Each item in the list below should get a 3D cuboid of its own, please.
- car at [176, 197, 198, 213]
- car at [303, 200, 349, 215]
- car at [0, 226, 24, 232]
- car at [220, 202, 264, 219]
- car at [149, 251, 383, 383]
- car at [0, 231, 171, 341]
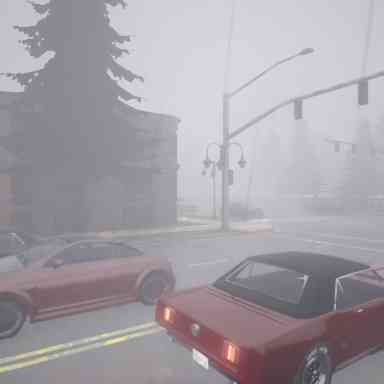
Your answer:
[{"bbox_3d":[-1.288,1.352,37.556,2.097,1.767,4.553,0,0,-33],"label":"car"},{"bbox_3d":[13.579,1.526,33.987,1.812,1.442,4.674,0,0,-32],"label":"car"},{"bbox_3d":[-5.525,1.601,8.618,4.718,1.301,1.895,0,0,-35],"label":"car"},{"bbox_3d":[4.275,1.564,29.074,1.994,1.385,4.181,0,0,-33],"label":"car"},{"bbox_3d":[1.941,1.601,5.014,4.718,1.301,1.895,0,0,-34],"label":"car"},{"bbox_3d":[-2.403,1.564,6.513,4.181,1.385,1.994,0,0,-35],"label":"car"}]
